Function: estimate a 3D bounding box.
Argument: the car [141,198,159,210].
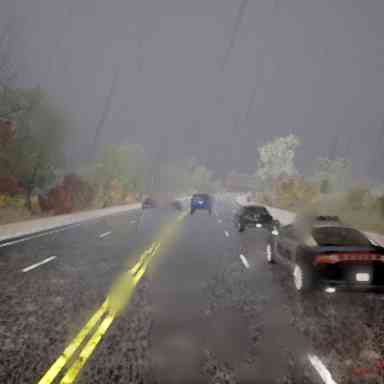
[{"bbox_3d":[-5.178,1.495,42.619,1.837,1.490,4.892,0,-1,4],"label":"car"}]

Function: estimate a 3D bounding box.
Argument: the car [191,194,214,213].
[{"bbox_3d":[1.042,1.208,36.410,2.150,2.045,5.566,0,0,3],"label":"car"}]

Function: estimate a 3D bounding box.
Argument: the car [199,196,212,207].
[{"bbox_3d":[2.155,1.472,52.578,1.837,1.490,4.892,0,0,4],"label":"car"}]

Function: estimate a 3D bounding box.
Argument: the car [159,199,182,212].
[{"bbox_3d":[-2.204,1.554,38.308,1.994,1.385,4.181,0,0,4],"label":"car"}]

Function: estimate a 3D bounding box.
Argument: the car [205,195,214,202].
[{"bbox_3d":[3.945,1.404,73.534,1.837,1.490,4.892,0,0,6],"label":"car"}]

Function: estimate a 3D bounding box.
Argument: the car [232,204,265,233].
[{"bbox_3d":[3.555,1.507,19.791,1.837,1.490,4.892,0,0,2],"label":"car"}]

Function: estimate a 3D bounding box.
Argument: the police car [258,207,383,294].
[{"bbox_3d":[3.317,1.431,8.976,1.930,1.638,5.238,0,0,1],"label":"police car"}]
